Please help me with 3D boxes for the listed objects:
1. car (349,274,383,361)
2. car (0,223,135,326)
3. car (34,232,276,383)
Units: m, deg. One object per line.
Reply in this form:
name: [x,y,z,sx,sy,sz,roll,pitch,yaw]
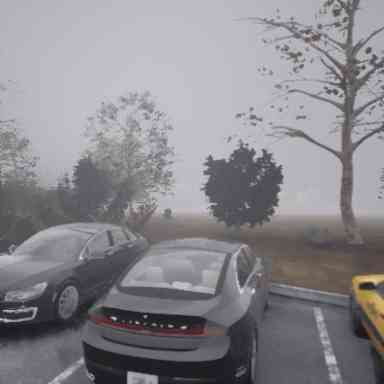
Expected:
car: [3.002,1.486,3.572,1.946,1.575,5.366,0,-1,16]
car: [-2.565,1.477,7.338,2.231,1.521,4.892,1,-1,16]
car: [0.192,1.483,5.358,2.231,1.521,4.892,0,-1,15]
